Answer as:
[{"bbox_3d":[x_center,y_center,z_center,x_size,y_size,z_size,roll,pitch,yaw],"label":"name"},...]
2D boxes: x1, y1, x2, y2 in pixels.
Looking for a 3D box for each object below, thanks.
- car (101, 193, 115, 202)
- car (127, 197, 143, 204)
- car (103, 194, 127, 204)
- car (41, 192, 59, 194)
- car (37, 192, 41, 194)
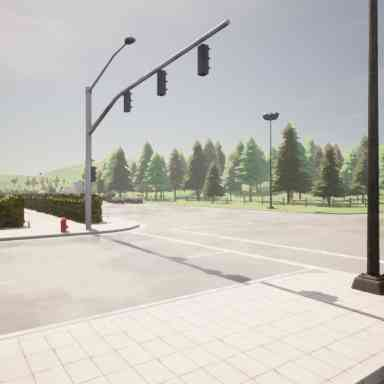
[{"bbox_3d":[-18.739,1.236,74.505,2.150,2.045,5.566,0,0,-35],"label":"car"},{"bbox_3d":[-11.231,1.611,63.748,1.895,1.301,4.718,0,0,-34],"label":"car"},{"bbox_3d":[-14.451,1.610,62.257,1.895,1.301,4.718,0,0,-35],"label":"car"},{"bbox_3d":[-24.121,1.227,57.611,2.150,2.045,5.566,0,0,-35],"label":"car"},{"bbox_3d":[-29.790,1.063,65.854,2.150,2.045,5.566,0,0,-35],"label":"car"}]
